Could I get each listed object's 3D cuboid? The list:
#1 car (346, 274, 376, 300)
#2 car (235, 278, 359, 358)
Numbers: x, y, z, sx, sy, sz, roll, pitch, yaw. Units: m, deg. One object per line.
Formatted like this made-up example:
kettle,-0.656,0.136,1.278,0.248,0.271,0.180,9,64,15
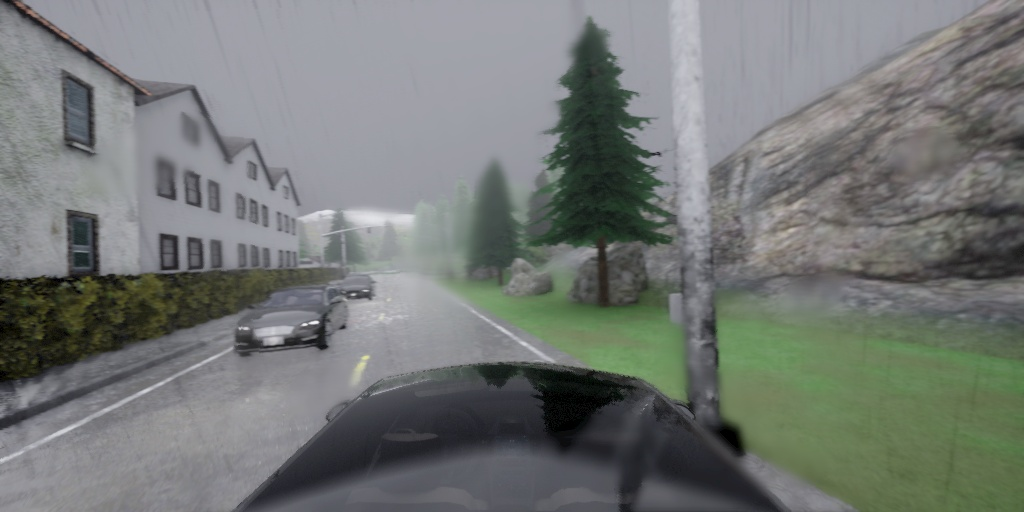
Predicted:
car,-9.462,1.915,22.061,1.837,1.490,4.892,-3,0,-17
car,-5.802,1.603,9.979,2.128,1.511,4.902,-3,-1,-17
